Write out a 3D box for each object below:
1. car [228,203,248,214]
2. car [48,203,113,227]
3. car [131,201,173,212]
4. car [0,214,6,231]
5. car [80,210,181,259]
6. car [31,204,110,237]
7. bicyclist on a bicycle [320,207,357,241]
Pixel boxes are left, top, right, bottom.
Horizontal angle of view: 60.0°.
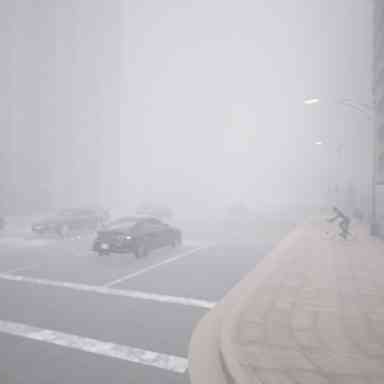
[{"bbox_3d":[5.890,2.017,42.218,1.994,1.385,4.181,0,0,18],"label":"car"},{"bbox_3d":[-8.418,1.690,25.654,1.882,1.535,5.008,0,-1,23],"label":"car"},{"bbox_3d":[-3.299,1.781,28.859,1.837,1.490,4.892,0,-1,23],"label":"car"},{"bbox_3d":[-12.054,1.618,16.903,1.837,1.490,4.892,0,-1,23],"label":"car"},{"bbox_3d":[-2.048,1.681,13.338,1.812,1.442,4.674,0,-1,23],"label":"car"},{"bbox_3d":[-7.116,1.676,19.632,1.837,1.490,4.892,0,-1,22],"label":"car"},{"bbox_3d":[7.095,1.545,16.111,1.656,1.620,0.582,0,-1,22],"label":"bicyclist on a bicycle"}]
